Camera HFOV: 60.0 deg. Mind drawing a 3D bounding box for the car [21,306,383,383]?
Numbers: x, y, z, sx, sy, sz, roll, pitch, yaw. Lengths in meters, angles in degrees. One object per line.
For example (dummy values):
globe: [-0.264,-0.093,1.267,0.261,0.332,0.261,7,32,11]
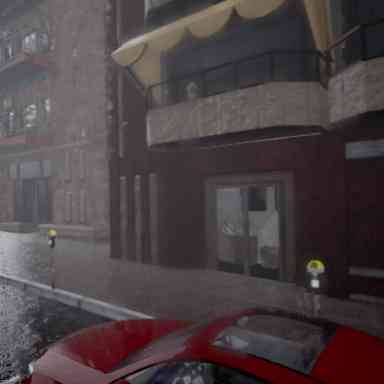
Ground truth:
car: [0.404,1.583,2.456,4.206,1.307,1.802,0,-2,36]
